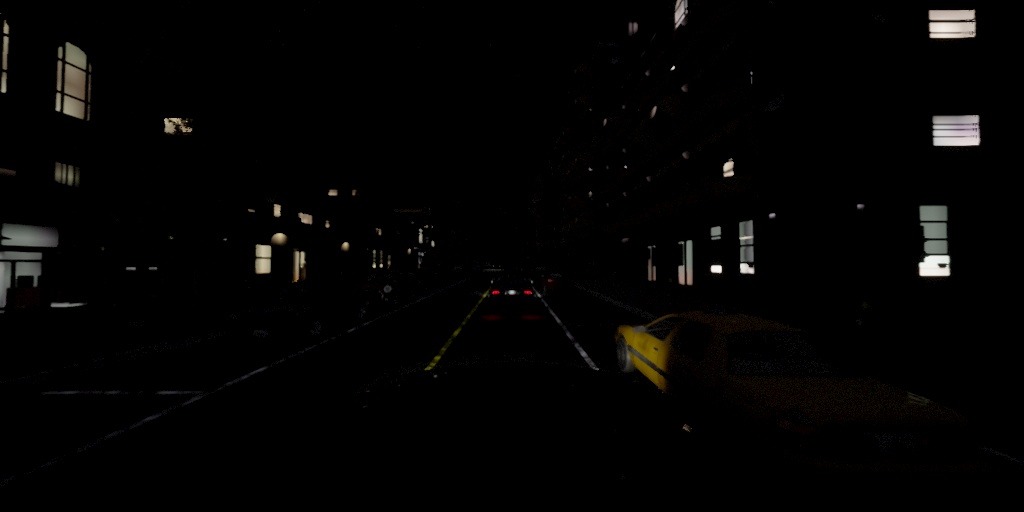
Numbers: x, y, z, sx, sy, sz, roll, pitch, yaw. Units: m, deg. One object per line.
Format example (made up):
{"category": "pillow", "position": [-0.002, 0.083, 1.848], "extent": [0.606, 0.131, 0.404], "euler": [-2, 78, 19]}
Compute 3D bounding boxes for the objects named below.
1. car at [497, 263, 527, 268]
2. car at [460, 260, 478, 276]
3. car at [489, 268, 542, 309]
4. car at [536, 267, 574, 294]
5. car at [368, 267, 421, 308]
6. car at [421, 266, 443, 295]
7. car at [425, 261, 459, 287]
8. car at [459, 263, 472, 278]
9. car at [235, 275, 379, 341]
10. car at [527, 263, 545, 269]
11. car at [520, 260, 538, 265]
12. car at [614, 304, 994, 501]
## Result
{"category": "car", "position": [-0.003, 1.600, 31.212], "extent": [1.994, 1.385, 4.181], "euler": [0, 0, 0]}
{"category": "car", "position": [-5.685, 1.480, 44.398], "extent": [2.192, 1.841, 5.009], "euler": [0, 0, 0]}
{"category": "car", "position": [-0.002, 1.434, 15.864], "extent": [2.033, 1.411, 5.357], "euler": [0, -1, 0]}
{"category": "car", "position": [2.687, 1.525, 21.714], "extent": [1.802, 1.307, 4.207], "euler": [0, 0, 0]}
{"category": "car", "position": [-5.693, 1.327, 15.965], "extent": [1.967, 1.591, 4.097], "euler": [0, 0, 0]}
{"category": "car", "position": [-5.693, 1.509, 21.652], "extent": [1.948, 1.339, 4.313], "euler": [0, 0, 0]}
{"category": "car", "position": [-5.695, 1.313, 27.338], "extent": [2.192, 1.841, 5.009], "euler": [0, 0, 0]}
{"category": "car", "position": [-5.705, 1.691, 38.711], "extent": [1.802, 1.307, 4.207], "euler": [0, 0, 0]}
{"category": "car", "position": [-5.691, 1.398, 10.280], "extent": [1.948, 1.339, 4.313], "euler": [0, 0, 0]}
{"category": "car", "position": [2.685, 1.599, 33.087], "extent": [1.888, 1.381, 4.507], "euler": [0, 0, 0]}
{"category": "car", "position": [2.681, 1.536, 50.146], "extent": [2.192, 1.841, 5.009], "euler": [0, 0, 0]}
{"category": "car", "position": [2.691, 1.303, 4.825], "extent": [1.751, 1.417, 4.829], "euler": [0, 0, 0]}
